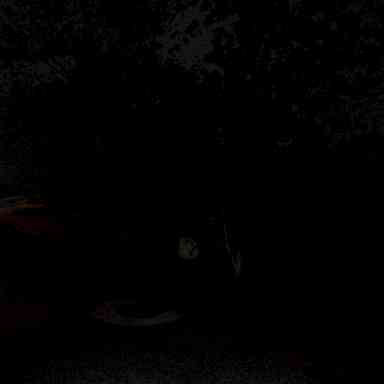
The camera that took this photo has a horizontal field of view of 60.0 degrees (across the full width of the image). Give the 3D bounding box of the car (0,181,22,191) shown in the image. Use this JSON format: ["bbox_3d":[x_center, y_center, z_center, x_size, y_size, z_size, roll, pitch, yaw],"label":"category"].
[{"bbox_3d":[-39.011,-1.306,70.228,5.566,2.045,2.435,1,1,-30],"label":"car"}]

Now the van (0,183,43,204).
[{"bbox_3d":[-17.967,0.147,34.434,4.442,1.987,1.878,1,2,-30],"label":"van"}]

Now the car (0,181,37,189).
[{"bbox_3d":[-15.192,0.356,29.501,5.566,2.045,2.435,1,2,-30],"label":"car"}]

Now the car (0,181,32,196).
[{"bbox_3d":[-27.788,-0.562,50.987,5.566,2.045,2.435,1,1,-30],"label":"car"}]

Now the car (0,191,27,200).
[{"bbox_3d":[-8.286,1.059,17.659,4.553,1.767,2.185,1,2,-30],"label":"car"}]

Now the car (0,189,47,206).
[{"bbox_3d":[-16.644,0.519,31.870,4.792,1.488,2.163,1,2,-30],"label":"car"}]

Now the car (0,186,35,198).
[{"bbox_3d":[-23.583,-0.033,43.835,5.008,1.535,2.097,1,1,-30],"label":"car"}]

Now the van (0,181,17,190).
[{"bbox_3d":[-43.276,-1.559,77.366,4.442,1.987,1.878,1,1,-30],"label":"van"}]

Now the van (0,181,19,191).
[{"bbox_3d":[-40.281,-1.370,72.694,4.442,1.987,1.878,1,1,-30],"label":"van"}]

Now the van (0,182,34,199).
[{"bbox_3d":[-22.271,-0.165,41.368,4.442,1.987,1.878,1,2,-31],"label":"van"}]

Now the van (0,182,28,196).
[{"bbox_3d":[-26.471,-0.446,48.552,4.442,1.987,1.878,1,1,-30],"label":"van"}]

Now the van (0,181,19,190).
[{"bbox_3d":[-41.613,-1.459,74.977,4.442,1.987,1.878,1,1,-30],"label":"van"}]

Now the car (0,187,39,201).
[{"bbox_3d":[-20.775,0.190,39.067,4.792,1.488,2.163,1,2,-30],"label":"car"}]

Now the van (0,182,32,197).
[{"bbox_3d":[-24.874,-0.350,46.278,4.442,1.987,1.878,1,1,-30],"label":"van"}]

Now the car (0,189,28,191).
[{"bbox_3d":[-12.598,0.833,24.618,5.366,1.575,1.946,1,2,-30],"label":"car"}]

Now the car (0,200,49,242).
[{"bbox_3d":[-6.928,1.300,15.252,5.008,1.535,2.097,1,2,-30],"label":"car"}]

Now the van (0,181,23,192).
[{"bbox_3d":[-34.702,-1.001,63.128,4.442,1.987,1.878,1,1,-30],"label":"van"}]

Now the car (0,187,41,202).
[{"bbox_3d":[-19.446,0.290,36.789,4.792,1.488,2.163,1,2,-30],"label":"car"}]
